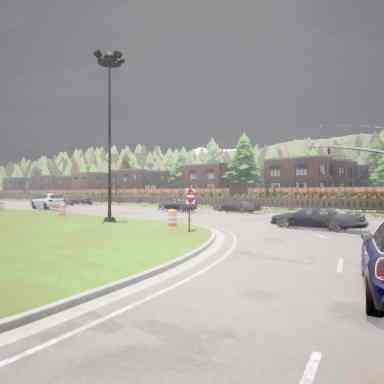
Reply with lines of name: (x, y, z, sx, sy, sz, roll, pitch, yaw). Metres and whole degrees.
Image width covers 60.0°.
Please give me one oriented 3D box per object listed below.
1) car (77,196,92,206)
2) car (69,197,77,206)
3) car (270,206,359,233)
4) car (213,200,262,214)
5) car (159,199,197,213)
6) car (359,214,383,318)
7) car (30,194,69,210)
car: (-18.860, 1.505, 56.407, 4.892, 1.490, 1.837, 0, 0, 41)
car: (-20.886, 1.564, 53.530, 4.181, 1.385, 1.994, 0, 0, 41)
car: (7.459, 1.547, 19.860, 5.357, 1.411, 2.033, 0, 0, 41)
car: (4.844, 1.547, 35.976, 5.357, 1.411, 2.033, 0, 0, 41)
car: (-1.632, 1.491, 36.937, 4.902, 1.511, 2.128, 0, 0, 41)
car: (4.807, 1.352, 7.050, 2.097, 1.767, 4.553, 0, 0, 26)
car: (-18.285, 1.221, 42.051, 5.566, 2.045, 2.150, 0, 0, 41)
